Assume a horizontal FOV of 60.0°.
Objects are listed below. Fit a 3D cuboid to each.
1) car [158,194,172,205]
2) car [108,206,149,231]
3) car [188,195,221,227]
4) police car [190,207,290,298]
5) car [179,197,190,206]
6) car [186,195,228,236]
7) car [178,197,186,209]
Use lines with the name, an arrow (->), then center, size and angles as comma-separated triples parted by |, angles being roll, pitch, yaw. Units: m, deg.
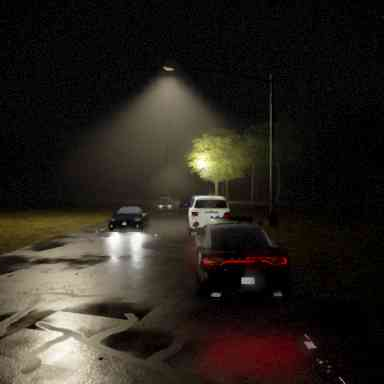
car -> -4.918, 1.349, 60.918 | 2.150, 2.045, 5.566 | 0, 0, -3
car -> -3.784, 1.586, 20.467 | 1.994, 1.385, 4.181 | 0, 0, -1
car -> 0.808, 1.249, 24.651 | 2.150, 2.045, 5.566 | 0, 0, -1
police car -> 1.009, 1.428, 8.696 | 1.930, 1.638, 5.238 | 0, 0, 0
car -> -1.322, 1.624, 59.870 | 1.837, 1.490, 4.892 | -1, 0, -3
car -> 0.902, 1.244, 18.642 | 2.150, 2.045, 5.566 | 0, 0, -1
car -> -0.783, 1.643, 46.168 | 1.994, 1.385, 4.181 | 0, 0, -1
